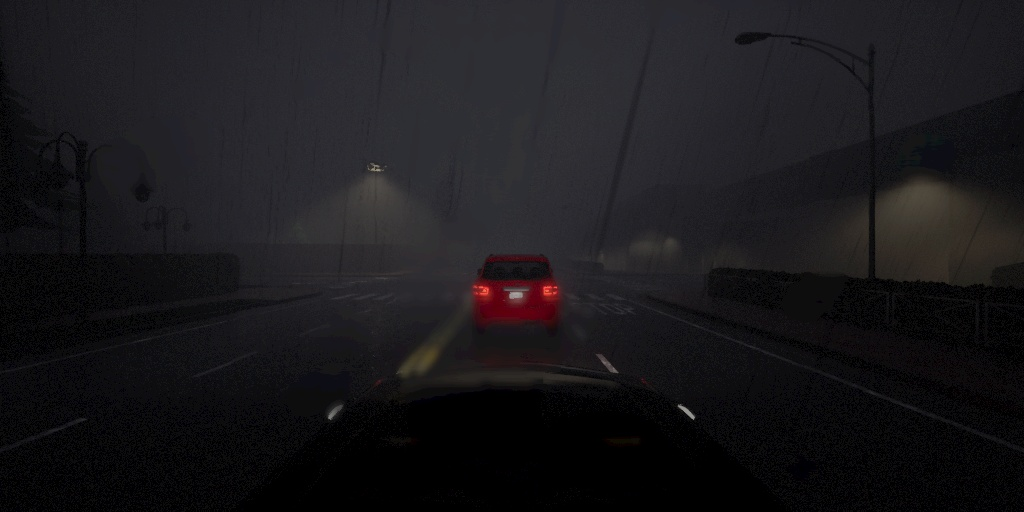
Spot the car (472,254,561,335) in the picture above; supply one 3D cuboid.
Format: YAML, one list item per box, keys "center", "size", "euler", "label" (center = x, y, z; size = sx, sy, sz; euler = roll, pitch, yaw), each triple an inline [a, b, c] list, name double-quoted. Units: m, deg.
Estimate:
- center: [0.118, 0.971, 10.658]
  size: [2.150, 2.045, 5.566]
  euler: [0, 0, 0]
  label: "car"

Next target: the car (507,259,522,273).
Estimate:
- center: [0.340, 1.228, 45.516]
  size: [1.882, 1.535, 5.008]
  euler: [0, 0, 1]
  label: "car"
